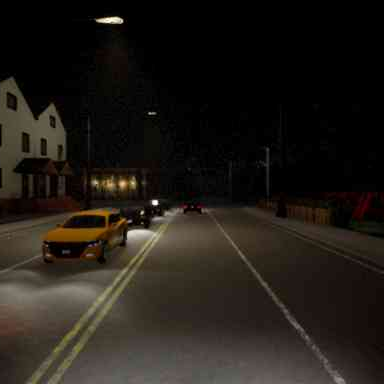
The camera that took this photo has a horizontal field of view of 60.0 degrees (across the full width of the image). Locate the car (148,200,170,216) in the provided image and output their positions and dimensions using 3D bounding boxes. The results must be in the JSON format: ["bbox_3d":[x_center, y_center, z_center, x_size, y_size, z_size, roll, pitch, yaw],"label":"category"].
[{"bbox_3d":[-3.570,1.450,31.303,2.033,1.411,5.357,0,0,0],"label":"car"}]

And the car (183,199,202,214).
[{"bbox_3d":[0.046,1.443,33.574,2.033,1.411,5.357,0,0,0],"label":"car"}]

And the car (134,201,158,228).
[{"bbox_3d":[-3.599,1.497,21.374,1.994,1.385,4.181,0,0,0],"label":"car"}]

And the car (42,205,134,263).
[{"bbox_3d":[-3.605,1.440,12.025,1.882,1.535,5.008,0,0,0],"label":"car"}]
